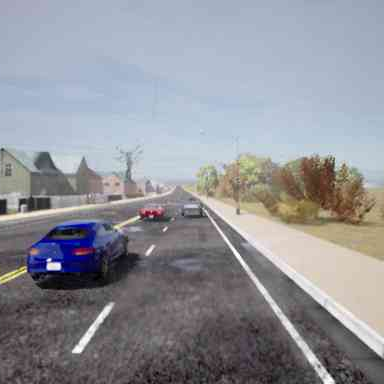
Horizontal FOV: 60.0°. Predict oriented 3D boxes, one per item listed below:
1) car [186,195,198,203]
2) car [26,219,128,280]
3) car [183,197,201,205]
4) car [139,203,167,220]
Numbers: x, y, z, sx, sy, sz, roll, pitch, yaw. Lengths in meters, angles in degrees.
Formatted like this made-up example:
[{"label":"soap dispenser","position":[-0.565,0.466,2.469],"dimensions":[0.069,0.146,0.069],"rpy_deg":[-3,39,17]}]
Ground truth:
[{"label":"car","position":[-0.004,1.239,61.950],"dimensions":[2.033,1.411,5.357],"rpy_deg":[0,0,0]},{"label":"car","position":[-3.149,1.534,9.888],"dimensions":[1.812,1.442,4.674],"rpy_deg":[0,0,0]},{"label":"car","position":[-0.001,1.150,30.642],"dimensions":[2.033,1.649,4.856],"rpy_deg":[0,0,0]},{"label":"car","position":[-3.152,1.613,28.036],"dimensions":[1.895,1.301,4.718],"rpy_deg":[0,0,0]}]
